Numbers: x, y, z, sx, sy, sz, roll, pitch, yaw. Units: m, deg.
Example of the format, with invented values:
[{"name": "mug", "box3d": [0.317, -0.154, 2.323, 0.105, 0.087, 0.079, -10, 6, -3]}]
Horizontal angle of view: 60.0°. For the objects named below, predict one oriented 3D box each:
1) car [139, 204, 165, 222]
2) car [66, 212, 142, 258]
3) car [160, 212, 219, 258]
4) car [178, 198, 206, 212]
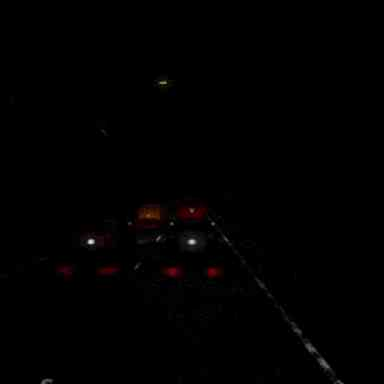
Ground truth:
[{"name": "car", "box3d": [-3.472, 1.788, 29.243, 1.882, 1.535, 5.008, 0, 0, 1]}, {"name": "car", "box3d": [-3.474, 1.709, 13.488, 1.994, 1.385, 4.181, 0, -1, 0]}, {"name": "car", "box3d": [0.020, 1.708, 13.454, 1.994, 1.385, 4.181, 0, -1, 1]}, {"name": "car", "box3d": [0.008, 1.518, 27.610, 2.150, 2.045, 5.566, 0, 0, 0]}]
